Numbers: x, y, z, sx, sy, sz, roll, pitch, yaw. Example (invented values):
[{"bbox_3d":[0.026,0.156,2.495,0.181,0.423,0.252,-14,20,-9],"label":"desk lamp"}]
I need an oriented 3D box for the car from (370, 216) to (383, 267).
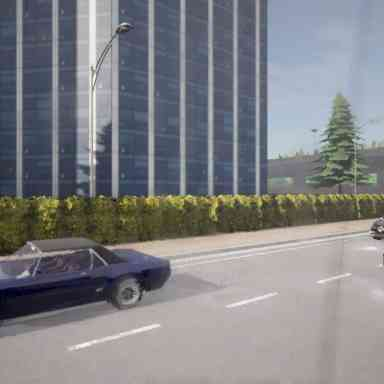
[{"bbox_3d":[7.143,1.478,9.096,5.008,1.535,1.882,0,0,-35],"label":"car"}]

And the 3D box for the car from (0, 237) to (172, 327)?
[{"bbox_3d":[-2.833,1.601,6.260,4.718,1.301,1.895,0,0,-36],"label":"car"}]
